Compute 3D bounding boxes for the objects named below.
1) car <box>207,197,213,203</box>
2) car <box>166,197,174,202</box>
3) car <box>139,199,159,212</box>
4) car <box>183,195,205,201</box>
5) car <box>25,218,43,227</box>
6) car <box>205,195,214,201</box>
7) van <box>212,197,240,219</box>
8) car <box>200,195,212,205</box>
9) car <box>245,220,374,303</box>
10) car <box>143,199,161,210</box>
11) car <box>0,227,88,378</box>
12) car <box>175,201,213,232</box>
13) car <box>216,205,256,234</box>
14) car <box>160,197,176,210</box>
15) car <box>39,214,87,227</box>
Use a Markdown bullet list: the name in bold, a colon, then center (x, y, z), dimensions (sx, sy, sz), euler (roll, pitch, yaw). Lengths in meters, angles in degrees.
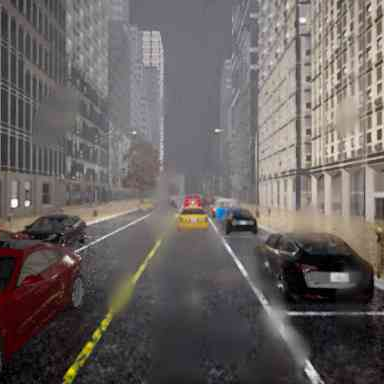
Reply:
- **car**: center (2.690, 1.573, 30.916), dimensions (1.967, 1.590, 4.097), euler (0, 0, 0)
- **car**: center (-5.698, 1.905, 87.847), dimensions (1.802, 1.307, 4.206), euler (0, 0, 0)
- **car**: center (-5.693, 1.700, 42.140), dimensions (1.752, 1.417, 4.829), euler (0, 0, 0)
- **car**: center (0.099, 1.389, 41.161), dimensions (2.150, 2.045, 5.566), euler (0, -1, 0)
- **car**: center (-5.689, 1.582, 8.154), dimensions (1.887, 1.381, 4.507), euler (0, 0, 0)
- **car**: center (2.688, 1.531, 53.685), dimensions (2.192, 1.841, 5.009), euler (0, 0, 0)
- **van**: center (2.690, 1.452, 25.226), dimensions (1.690, 1.788, 3.998), euler (0, 0, 0)
- **car**: center (2.686, 1.569, 65.070), dimensions (2.192, 1.841, 5.009), euler (0, 0, 0)
- **car**: center (2.692, 1.604, 8.147), dimensions (1.947, 1.339, 4.313), euler (0, 0, 0)
- **car**: center (-5.694, 1.747, 48.003), dimensions (2.008, 1.369, 4.403), euler (0, 0, 0)
- **car**: center (-3.101, 1.550, 5.137), dimensions (1.812, 1.442, 4.674), euler (0, 0, 0)
- **car**: center (0.096, 1.547, 20.666), dimensions (1.801, 1.575, 5.366), euler (0, 0, 0)
- **car**: center (2.690, 1.653, 19.531), dimensions (1.947, 1.339, 4.313), euler (0, 0, 0)
- **car**: center (-3.090, 1.756, 46.900), dimensions (1.994, 1.385, 4.181), euler (0, 0, 0)
- **car**: center (-5.690, 1.629, 13.847), dimensions (1.947, 1.339, 4.313), euler (0, 0, 0)
